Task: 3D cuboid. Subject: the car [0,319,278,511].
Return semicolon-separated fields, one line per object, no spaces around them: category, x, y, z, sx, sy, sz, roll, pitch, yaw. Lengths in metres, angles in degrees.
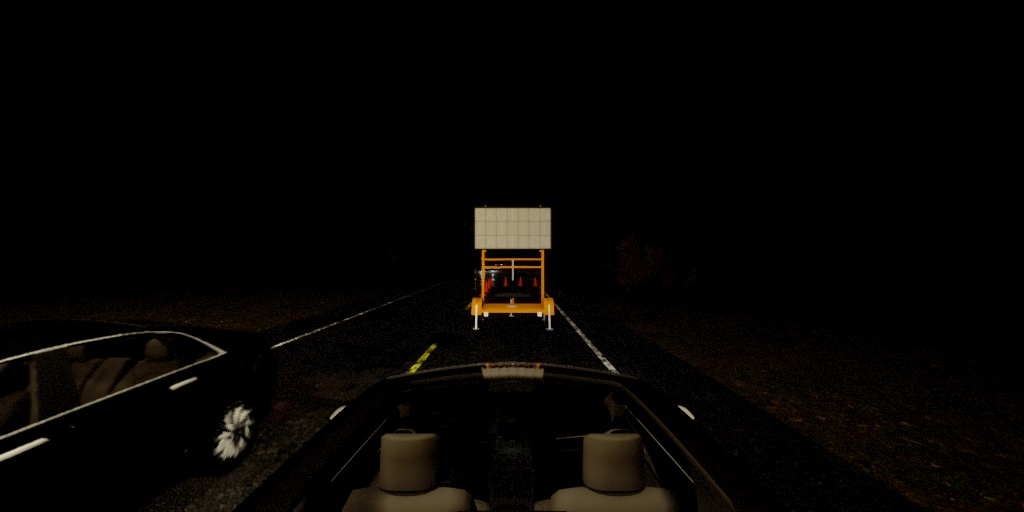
car;-3.500;1.254;1.965;1.837;1.490;4.892;0;0;0

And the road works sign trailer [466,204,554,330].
road works sign trailer;0.028;0.215;11.119;2.380;3.560;2.880;0;0;0

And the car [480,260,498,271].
car;-3.355;1.303;50.131;1.812;1.442;4.674;0;0;0
